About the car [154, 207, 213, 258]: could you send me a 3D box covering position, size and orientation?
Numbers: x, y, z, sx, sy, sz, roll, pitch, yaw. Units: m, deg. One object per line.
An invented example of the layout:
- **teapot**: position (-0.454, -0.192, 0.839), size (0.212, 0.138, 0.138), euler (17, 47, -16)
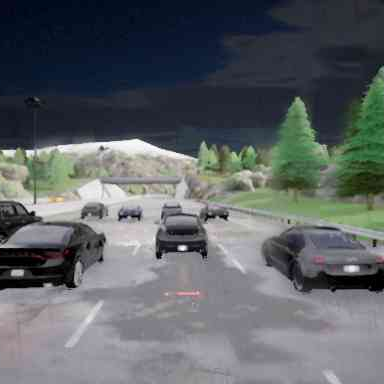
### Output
- **car**: position (-0.448, 1.574, 13.172), size (1.837, 1.490, 4.892), euler (0, 0, -3)

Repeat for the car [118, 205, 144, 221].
- **car**: position (-5.236, 1.761, 28.964), size (1.895, 1.301, 4.718), euler (0, 0, -5)

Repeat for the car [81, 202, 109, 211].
- **car**: position (-8.909, 1.683, 30.733), size (1.837, 1.490, 4.892), euler (0, 0, -5)

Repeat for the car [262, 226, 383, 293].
- **car**: position (3.281, 1.603, 9.026), size (1.994, 1.385, 4.181), euler (0, 0, -3)

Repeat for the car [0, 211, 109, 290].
- **car**: position (-3.726, 1.535, 9.350), size (1.882, 1.535, 5.008), euler (0, 0, -3)

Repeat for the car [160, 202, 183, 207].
- **car**: position (-1.838, 1.650, 30.235), size (2.128, 1.511, 4.902), euler (0, 0, -5)

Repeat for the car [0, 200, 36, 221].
- **car**: position (-7.390, 1.302, 12.398), size (2.150, 2.045, 5.566), euler (0, 0, -4)

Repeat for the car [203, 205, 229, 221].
- **car**: position (1.830, 1.742, 28.524), size (1.895, 1.301, 4.718), euler (0, 0, -5)
